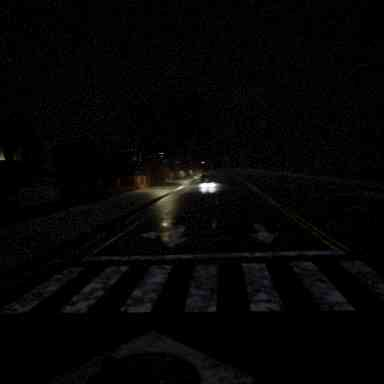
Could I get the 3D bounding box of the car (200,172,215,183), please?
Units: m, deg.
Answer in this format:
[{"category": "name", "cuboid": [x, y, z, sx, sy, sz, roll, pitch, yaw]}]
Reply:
[{"category": "car", "cuboid": [2.152, -2.015, 46.727, 2.128, 1.511, 4.902, -3, 5, 5]}]
